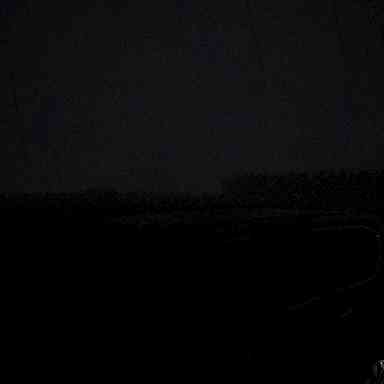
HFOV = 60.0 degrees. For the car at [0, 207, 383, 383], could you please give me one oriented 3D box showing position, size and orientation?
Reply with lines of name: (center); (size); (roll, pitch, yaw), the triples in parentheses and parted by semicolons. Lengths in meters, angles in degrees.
car: (-0.225, 1.203, 2.903); (5.566, 2.045, 2.150); (0, 0, -34)
